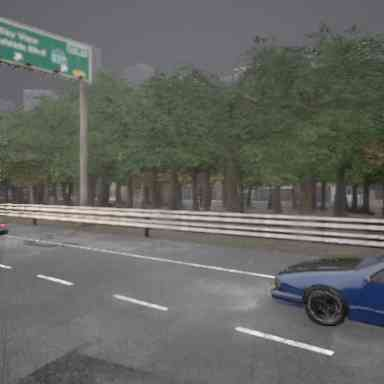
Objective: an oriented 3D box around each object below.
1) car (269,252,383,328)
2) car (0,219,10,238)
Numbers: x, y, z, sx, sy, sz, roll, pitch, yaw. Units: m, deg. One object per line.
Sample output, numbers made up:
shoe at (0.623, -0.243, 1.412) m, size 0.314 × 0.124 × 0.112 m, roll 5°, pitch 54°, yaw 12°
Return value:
car at (4.053, 1.548, 5.275) m, size 5.357 × 1.411 × 2.033 m, roll 0°, pitch 0°, yaw 35°
car at (-10.809, 1.549, 15.873) m, size 5.357 × 1.411 × 2.033 m, roll 0°, pitch 0°, yaw 35°
